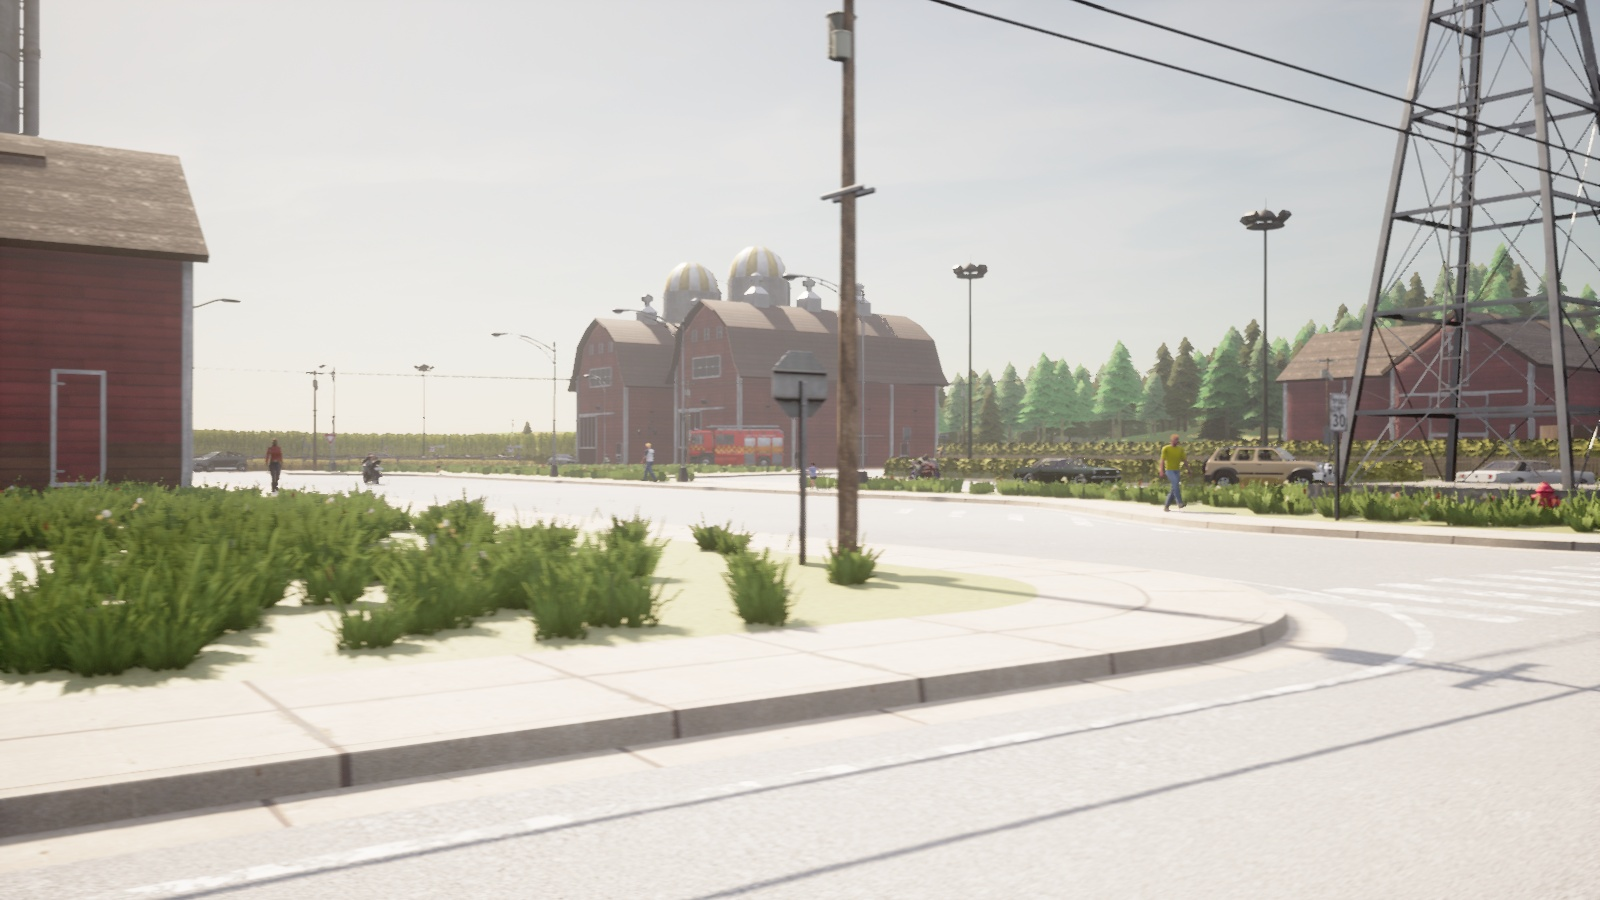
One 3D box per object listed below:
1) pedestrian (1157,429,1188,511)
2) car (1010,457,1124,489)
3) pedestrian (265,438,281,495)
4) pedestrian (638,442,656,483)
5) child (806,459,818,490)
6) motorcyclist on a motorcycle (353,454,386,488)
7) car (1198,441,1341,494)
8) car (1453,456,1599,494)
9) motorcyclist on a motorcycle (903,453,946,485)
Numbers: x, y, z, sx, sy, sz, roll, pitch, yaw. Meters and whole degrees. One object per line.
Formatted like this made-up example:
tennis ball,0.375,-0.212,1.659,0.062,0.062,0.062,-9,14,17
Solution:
pedestrian,8.492,0.447,28.656,0.354,1.836,0.706,0,0,-14
car,11.303,0.942,53.398,1.895,1.301,4.718,0,0,-35
pedestrian,-17.256,0.535,41.110,0.331,1.846,0.636,0,0,-35
pedestrian,-6.865,0.546,56.430,0.706,1.836,0.354,0,0,29
child,0.425,0.884,45.304,0.255,1.110,0.394,0,0,-38
motorcyclist on a motorcycle,-20.120,0.962,58.681,0.866,1.530,2.191,0,0,-36
car,17.413,0.628,46.655,4.605,1.855,1.932,0,0,38
car,26.477,0.889,45.803,4.718,1.301,1.895,0,0,-17
motorcyclist on a motorcycle,6.026,0.906,60.806,0.866,1.530,2.191,0,0,-36
